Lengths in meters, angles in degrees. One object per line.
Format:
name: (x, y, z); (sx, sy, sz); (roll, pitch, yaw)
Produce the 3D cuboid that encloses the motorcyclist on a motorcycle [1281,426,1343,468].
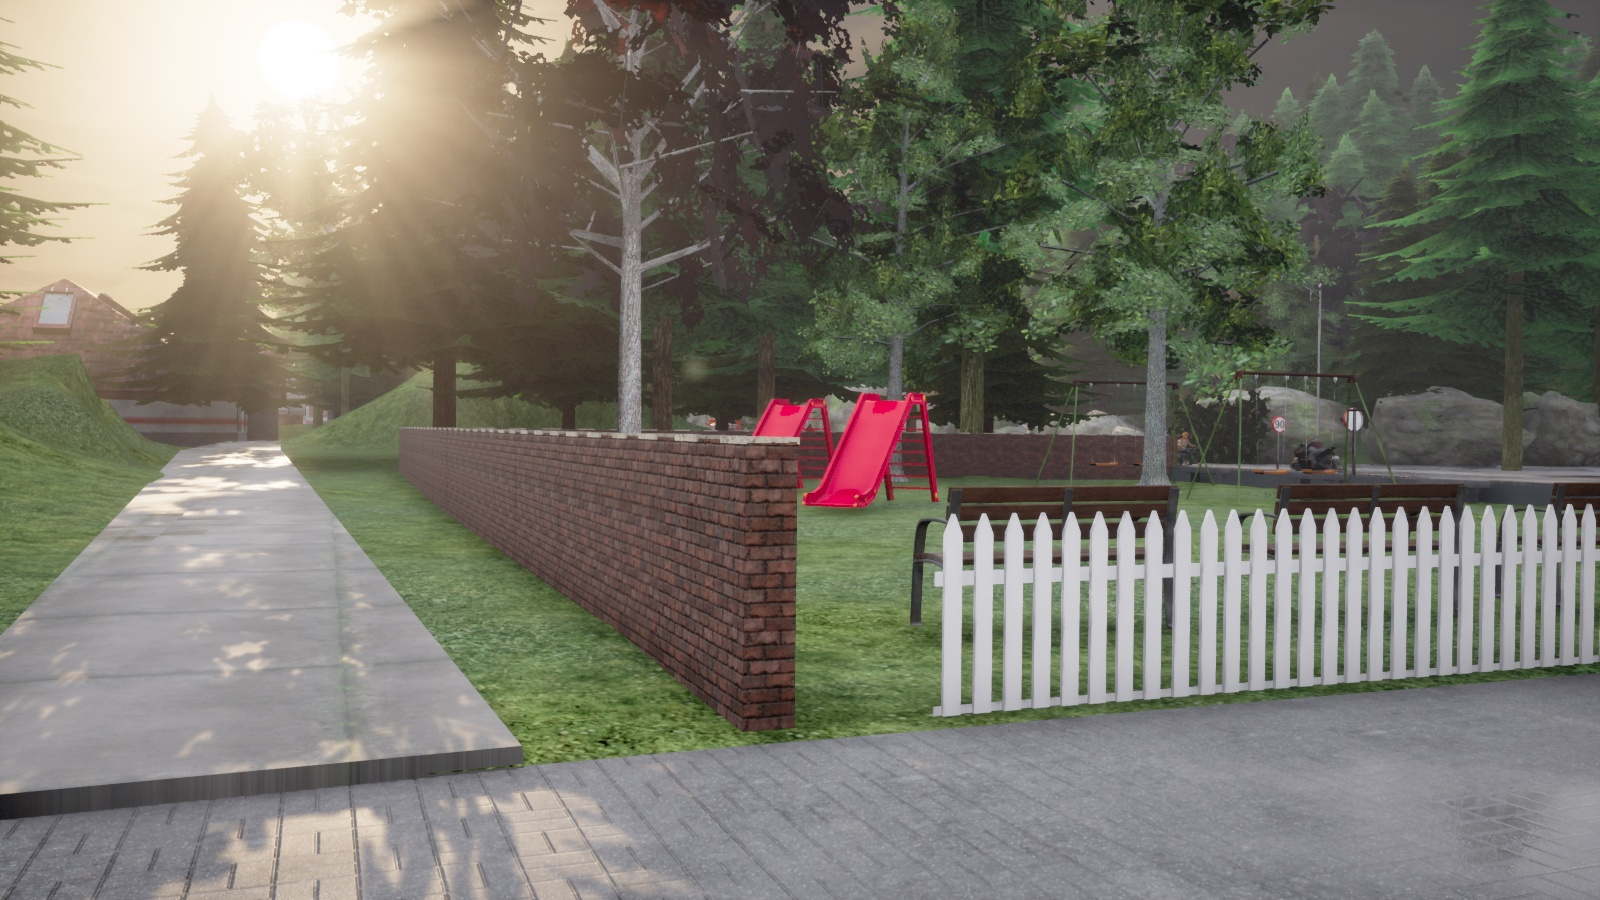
motorcyclist on a motorcycle: (19.191, -0.141, 47.101); (0.866, 1.530, 2.191); (-1, 1, -21)
